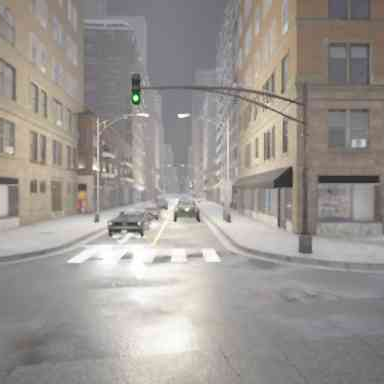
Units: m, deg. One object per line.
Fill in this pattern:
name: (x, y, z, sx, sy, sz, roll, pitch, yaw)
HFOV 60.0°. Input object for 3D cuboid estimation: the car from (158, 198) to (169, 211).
car: (-4.018, 1.588, 43.166, 1.837, 1.490, 4.892, 0, 0, -1)

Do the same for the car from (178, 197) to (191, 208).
car: (-1.185, 1.611, 50.795, 1.837, 1.490, 4.892, 0, 0, -1)

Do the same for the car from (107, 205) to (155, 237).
car: (-3.380, 1.639, 18.579, 1.895, 1.301, 4.718, 0, 0, -1)

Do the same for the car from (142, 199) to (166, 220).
car: (-3.656, 1.603, 28.912, 2.033, 1.411, 5.357, 0, 0, -1)

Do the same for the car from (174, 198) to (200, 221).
car: (-0.453, 1.411, 27.911, 2.097, 1.767, 4.553, 0, 0, -2)
